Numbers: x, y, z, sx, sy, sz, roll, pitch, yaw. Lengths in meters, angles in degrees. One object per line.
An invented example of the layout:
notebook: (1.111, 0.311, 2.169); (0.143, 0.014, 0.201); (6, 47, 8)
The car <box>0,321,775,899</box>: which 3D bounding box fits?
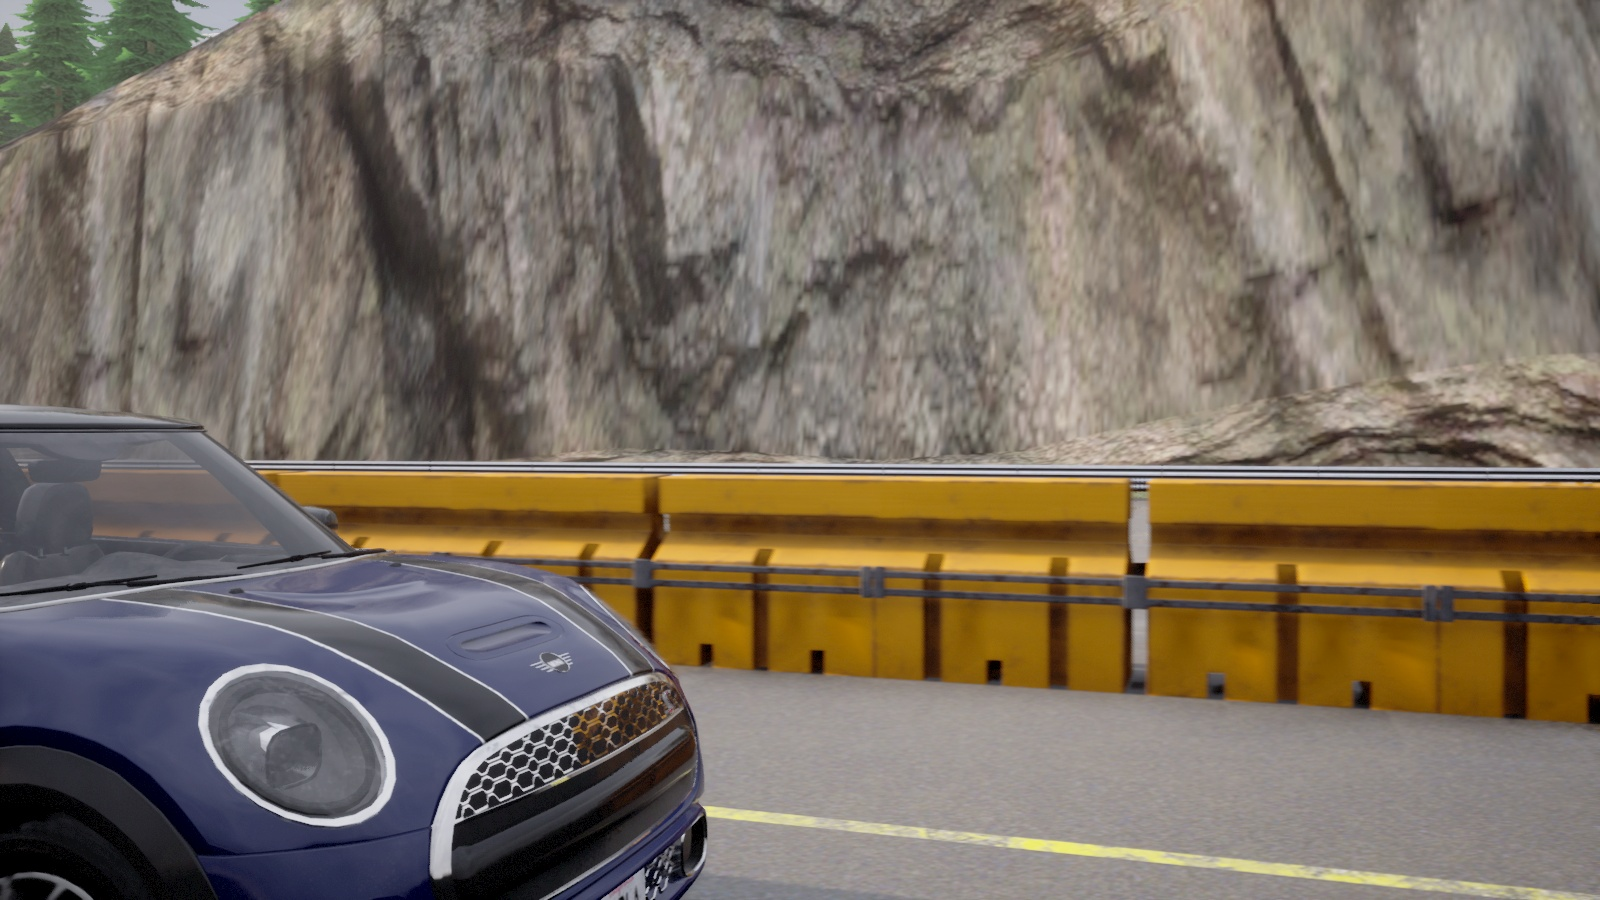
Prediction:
car: (-2.581, 0.610, 4.058); (4.553, 1.767, 2.097); (1, 1, 19)
